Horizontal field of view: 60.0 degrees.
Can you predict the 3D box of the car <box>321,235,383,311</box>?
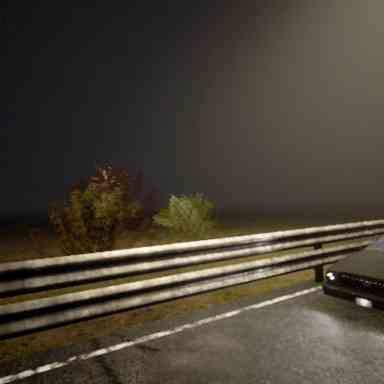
[{"bbox_3d":[5.117,1.486,7.225,5.357,1.411,2.033,-1,0,-35],"label":"car"}]
